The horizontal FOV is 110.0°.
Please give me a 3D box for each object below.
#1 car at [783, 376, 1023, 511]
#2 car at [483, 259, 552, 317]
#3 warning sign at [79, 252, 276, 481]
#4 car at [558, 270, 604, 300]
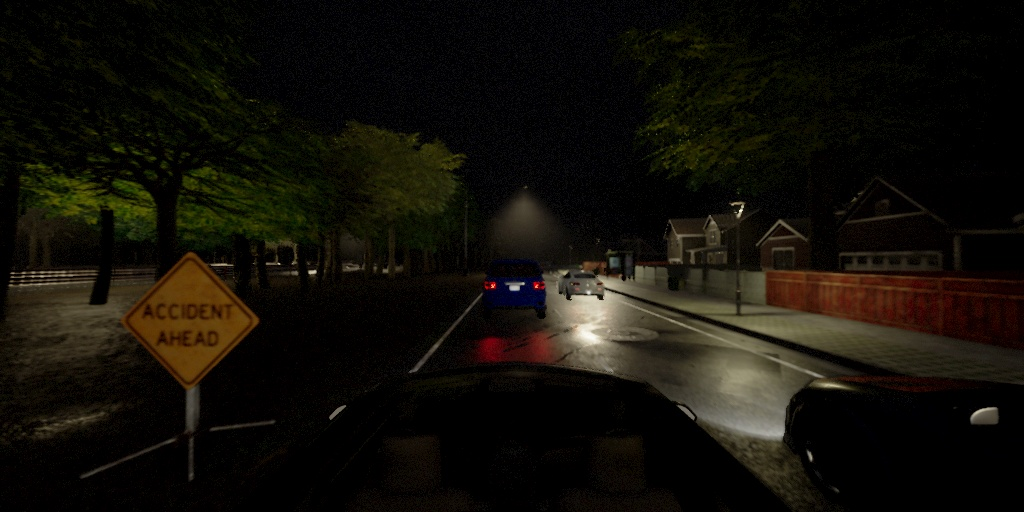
[{"bbox_3d":[3.600,1.314,1.712,1.994,1.385,4.181,0,-1,0],"label":"car"},{"bbox_3d":[0.087,1.125,13.987,2.150,2.045,5.566,0,0,0],"label":"car"},{"bbox_3d":[-3.051,0.889,3.422,1.300,1.860,1.060,0,0,0],"label":"warning sign"},{"bbox_3d":[3.584,1.484,19.036,1.812,1.442,4.674,0,-1,0],"label":"car"}]
